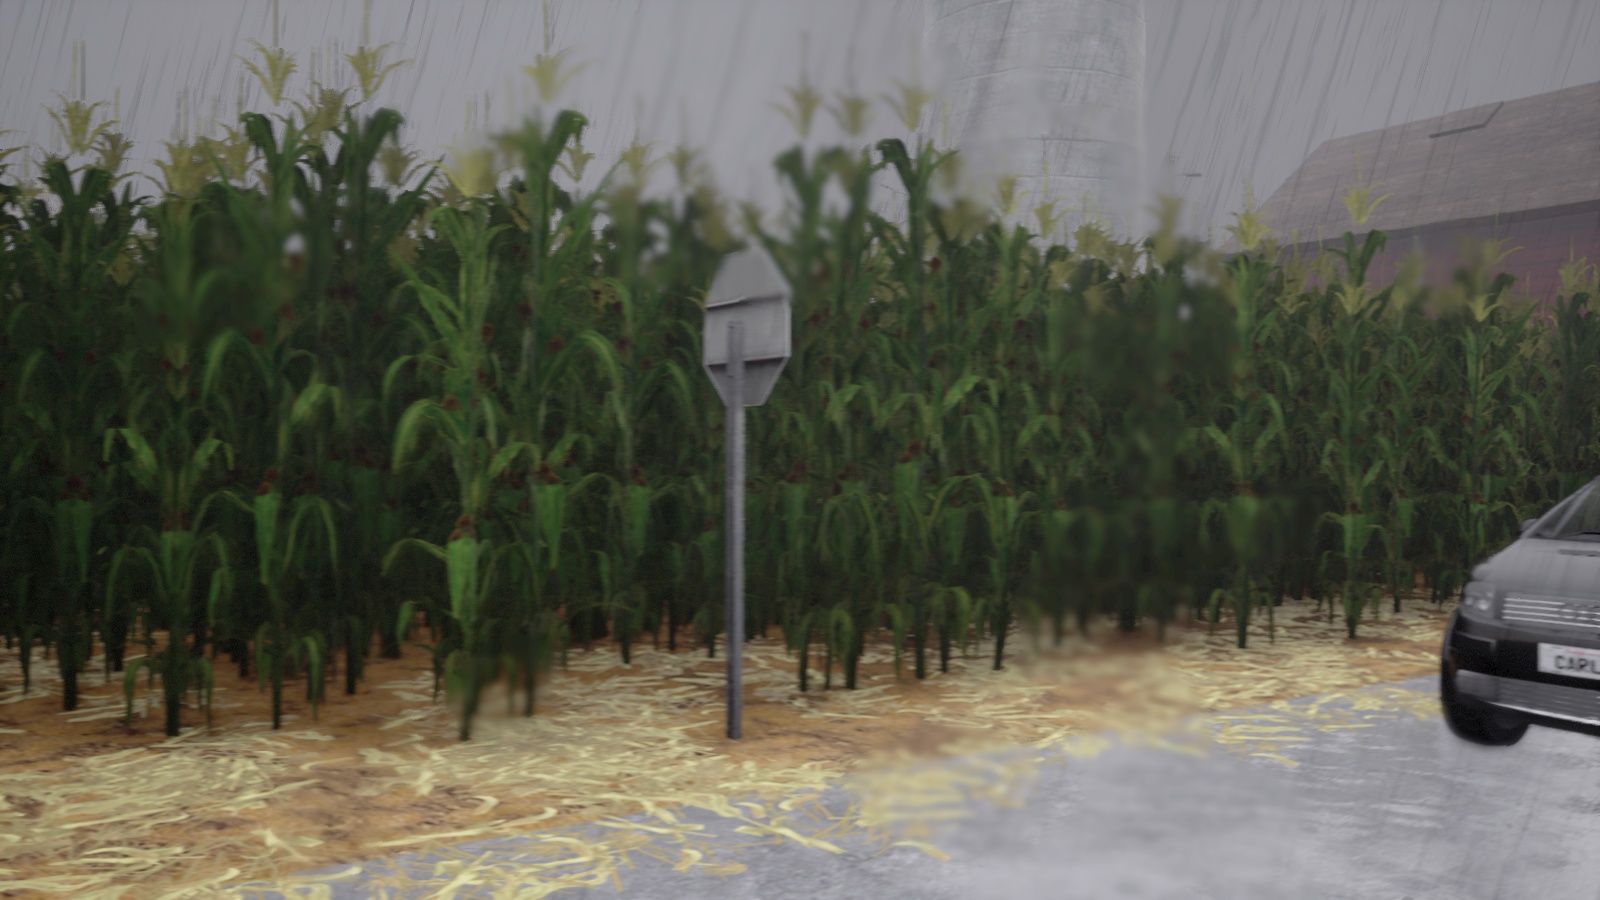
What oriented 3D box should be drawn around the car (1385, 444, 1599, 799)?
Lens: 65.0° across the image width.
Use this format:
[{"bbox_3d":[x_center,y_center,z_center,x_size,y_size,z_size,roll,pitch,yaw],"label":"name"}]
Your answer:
[{"bbox_3d":[4.968,0.767,6.623,3.705,1.549,1.789,1,-1,-35],"label":"car"}]
